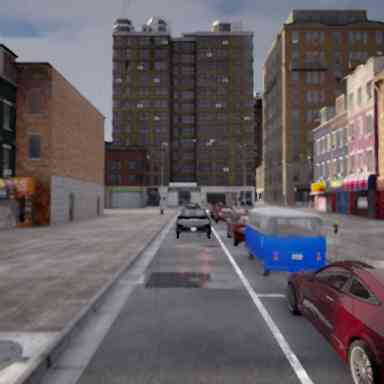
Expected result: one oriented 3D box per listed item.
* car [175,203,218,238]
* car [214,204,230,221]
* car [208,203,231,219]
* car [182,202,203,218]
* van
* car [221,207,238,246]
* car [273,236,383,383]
[{"bbox_3d":[0.071,1.616,18.647,2.128,1.511,4.902,0,0,0],"label":"car"},{"bbox_3d":[2.611,1.768,26.521,1.802,1.307,4.206,1,0,0],"label":"car"},{"bbox_3d":[2.602,1.813,31.960,1.802,1.307,4.206,1,0,0],"label":"car"},{"bbox_3d":[0.047,1.800,34.681,2.033,1.411,5.357,0,0,0],"label":"car"},{"bbox_3d":[2.641,1.404,10.209,1.690,1.788,3.998,1,0,0],"label":"van"},{"bbox_3d":[2.629,1.646,15.645,1.887,1.381,4.507,1,0,0],"label":"car"},{"bbox_3d":[2.645,1.610,4.769,1.802,1.307,4.206,1,0,0],"label":"car"}]
